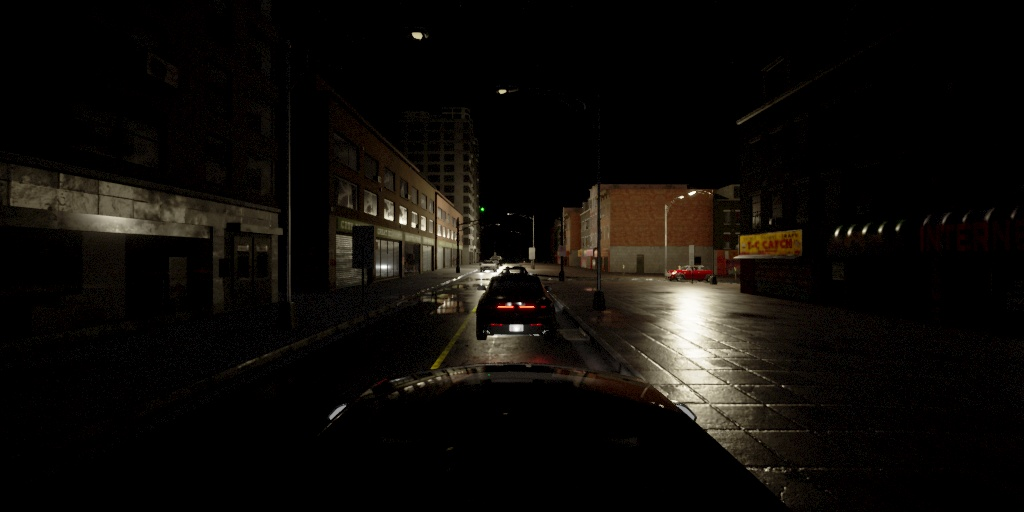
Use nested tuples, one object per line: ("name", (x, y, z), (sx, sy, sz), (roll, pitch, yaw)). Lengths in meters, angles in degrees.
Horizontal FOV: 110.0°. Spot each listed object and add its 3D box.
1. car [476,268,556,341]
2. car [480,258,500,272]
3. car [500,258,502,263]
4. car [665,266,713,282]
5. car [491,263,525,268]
("car", (0.084, 1.255, 9.908), (1.837, 1.490, 4.892), (0, 0, 0))
("car", (-2.898, 1.276, 45.061), (1.812, 1.442, 4.674), (0, 0, 1))
("car", (-2.899, 1.347, 54.879), (1.895, 1.301, 4.718), (0, 0, 0))
("car", (16.328, 1.575, 33.109), (4.097, 1.591, 1.967), (0, 0, 0))
("car", (0.173, 1.298, 20.599), (2.033, 1.411, 5.357), (0, 0, 3))
